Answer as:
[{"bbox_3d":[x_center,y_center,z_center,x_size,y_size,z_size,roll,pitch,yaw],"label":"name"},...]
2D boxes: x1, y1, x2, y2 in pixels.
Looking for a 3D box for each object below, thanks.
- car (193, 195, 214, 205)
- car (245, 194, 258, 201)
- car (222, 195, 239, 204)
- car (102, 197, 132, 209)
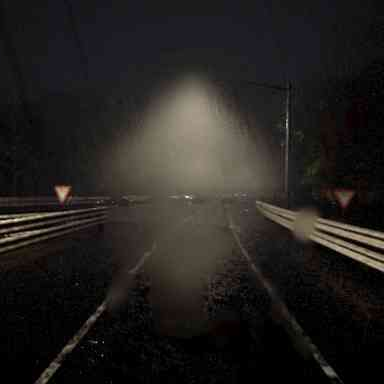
[{"bbox_3d":[1.912,1.319,60.654,2.097,1.767,4.553,1,0,21],"label":"car"},{"bbox_3d":[16.255,1.630,87.678,2.128,1.511,4.902,1,0,21],"label":"car"},{"bbox_3d":[7.454,1.400,65.213,2.097,1.767,4.553,1,0,21],"label":"car"},{"bbox_3d":[-9.341,1.347,41.538,1.812,1.442,4.674,1,0,21],"label":"car"}]
